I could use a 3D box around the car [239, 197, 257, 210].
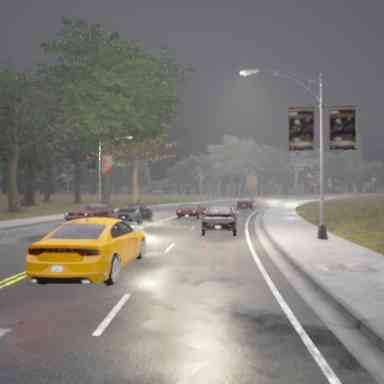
[{"bbox_3d":[6.698,1.387,40.526,1.882,1.535,5.008,0,0,17],"label":"car"}]

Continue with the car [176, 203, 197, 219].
[{"bbox_3d":[0.070,1.565,28.400,1.895,1.301,4.718,0,0,12],"label":"car"}]

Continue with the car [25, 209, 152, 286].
[{"bbox_3d":[-2.660,1.467,9.485,1.882,1.535,5.008,0,0,4],"label":"car"}]

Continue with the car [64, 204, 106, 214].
[{"bbox_3d":[-7.483,1.583,24.662,1.895,1.301,4.718,0,0,10],"label":"car"}]

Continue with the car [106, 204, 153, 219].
[{"bbox_3d":[-4.254,1.544,24.257,1.994,1.385,4.181,0,0,10],"label":"car"}]

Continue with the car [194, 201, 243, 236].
[{"bbox_3d":[1.602,1.471,18.455,2.128,1.511,4.902,0,0,8],"label":"car"}]
